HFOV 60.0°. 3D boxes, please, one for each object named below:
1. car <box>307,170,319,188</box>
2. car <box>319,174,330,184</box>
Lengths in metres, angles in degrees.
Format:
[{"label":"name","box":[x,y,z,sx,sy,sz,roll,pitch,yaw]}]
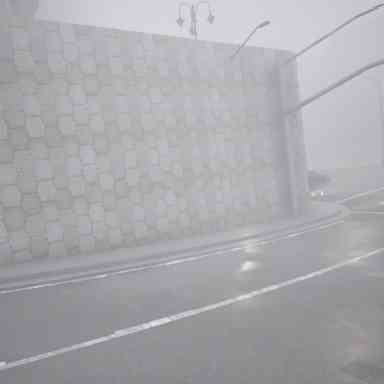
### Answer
[{"label":"car","box":[8.046,-0.739,29.592,2.033,1.411,5.357,-11,7,-35]},{"label":"car","box":[10.715,-1.344,31.799,1.837,1.490,4.892,-11,6,-34]}]
